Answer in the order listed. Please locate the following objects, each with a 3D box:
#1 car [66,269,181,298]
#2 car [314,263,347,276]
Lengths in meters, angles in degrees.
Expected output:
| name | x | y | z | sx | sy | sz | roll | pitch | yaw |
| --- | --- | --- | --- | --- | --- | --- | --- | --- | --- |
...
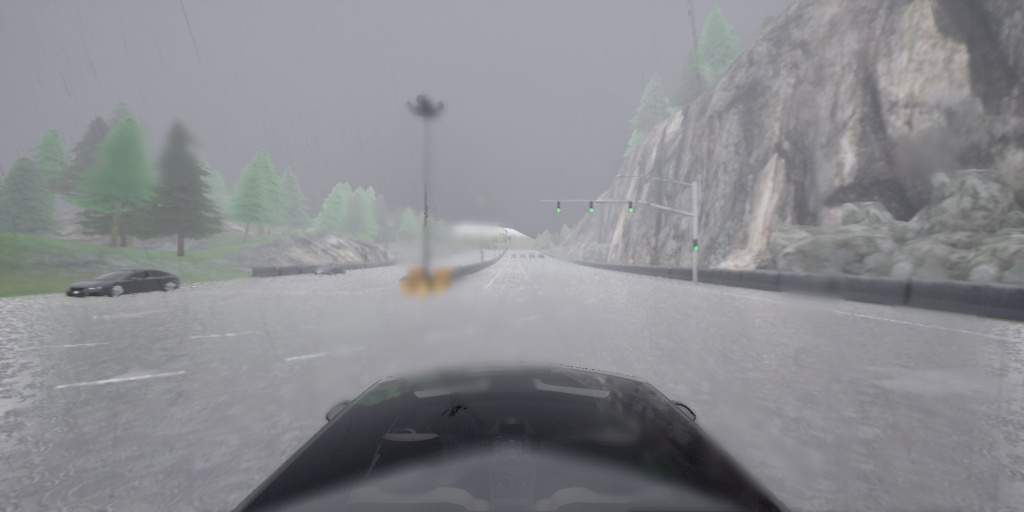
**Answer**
| name | x | y | z | sx | sy | sz | roll | pitch | yaw |
| --- | --- | --- | --- | --- | --- | --- | --- | --- | --- |
| car | -21.014 | 1.492 | 19.703 | 1.837 | 1.490 | 4.892 | 0 | 0 | 0 |
| car | -20.964 | 1.561 | 41.489 | 2.128 | 1.511 | 4.902 | 0 | 1 | 0 |
